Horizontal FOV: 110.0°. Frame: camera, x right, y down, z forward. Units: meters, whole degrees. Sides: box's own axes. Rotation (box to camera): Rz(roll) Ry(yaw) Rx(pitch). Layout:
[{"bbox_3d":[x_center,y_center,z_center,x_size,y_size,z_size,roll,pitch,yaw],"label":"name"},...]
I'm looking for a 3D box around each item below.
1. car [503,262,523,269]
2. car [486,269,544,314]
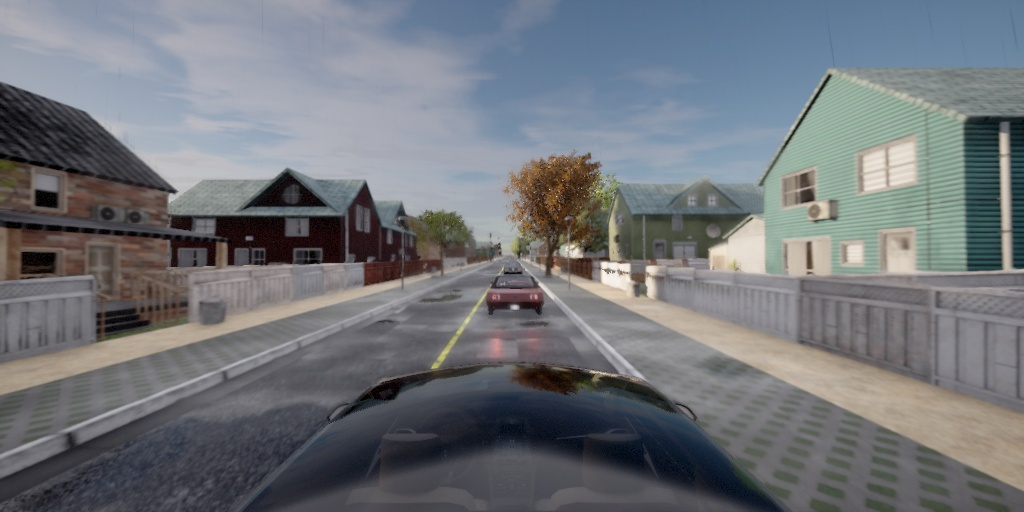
[{"bbox_3d":[0.108,1.241,34.968,2.033,1.411,5.357,0,0,0],"label":"car"},{"bbox_3d":[0.102,1.333,13.594,1.895,1.301,4.718,0,0,0],"label":"car"}]
